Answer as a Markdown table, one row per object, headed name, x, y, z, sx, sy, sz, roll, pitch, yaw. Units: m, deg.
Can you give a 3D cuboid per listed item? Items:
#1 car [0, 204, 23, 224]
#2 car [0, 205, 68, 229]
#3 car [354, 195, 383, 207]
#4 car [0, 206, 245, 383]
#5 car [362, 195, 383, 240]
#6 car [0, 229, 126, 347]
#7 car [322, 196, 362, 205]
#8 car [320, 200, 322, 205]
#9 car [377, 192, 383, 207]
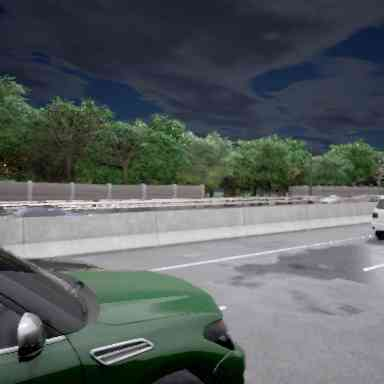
| name | x | y | z | sx | sy | sz | roll | pitch | yaw |
| --- | --- | --- | --- | --- | --- | --- | --- | --- | --- |
| car | -14.727 | 1.595 | 23.579 | 4.718 | 1.301 | 1.895 | 0 | 0 | -35 |
| car | -10.879 | 1.592 | 22.016 | 4.718 | 1.301 | 1.895 | 0 | 0 | -35 |
| car | 25.384 | 1.266 | 47.674 | 4.892 | 1.490 | 1.837 | 0 | 0 | -35 |
| car | -2.174 | 1.221 | 2.202 | 5.566 | 2.045 | 2.150 | 0 | 0 | -35 |
| car | 10.583 | 1.172 | 15.525 | 5.566 | 2.045 | 2.150 | -1 | 0 | -35 |
| car | -3.956 | 1.547 | 5.224 | 5.357 | 1.411 | 2.033 | 0 | 0 | -36 |
| car | 14.849 | 1.230 | 31.653 | 4.553 | 1.767 | 2.097 | 0 | 0 | -35 |
| car | 20.731 | 1.304 | 48.671 | 4.674 | 1.442 | 1.812 | 0 | 0 | -35 |
| car | 27.511 | 0.982 | 44.898 | 5.566 | 2.045 | 2.150 | 0 | 0 | -35 |
